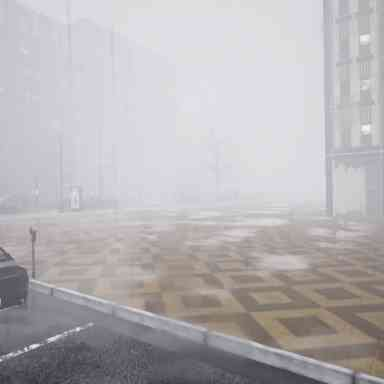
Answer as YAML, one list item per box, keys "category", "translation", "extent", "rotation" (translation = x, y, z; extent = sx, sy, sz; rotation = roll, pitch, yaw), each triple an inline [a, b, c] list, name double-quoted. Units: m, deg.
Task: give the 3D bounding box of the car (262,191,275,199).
- category: "car"
  translation: [15.685, 0.740, 73.091]
  extent: [2.192, 1.841, 5.009]
  rotation: [-1, 0, 36]

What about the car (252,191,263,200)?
- category: "car"
  translation: [12.447, 1.046, 68.613]
  extent: [1.802, 1.307, 4.206]
  rotation: [-1, 0, 36]

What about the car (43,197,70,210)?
- category: "car"
  translation: [-15.112, 1.360, 40.406]
  extent: [1.812, 1.442, 4.674]
  rotation: [-1, 0, 36]

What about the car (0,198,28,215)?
- category: "car"
  translation: [-16.714, 1.413, 28.309]
  extent: [1.802, 1.307, 4.206]
  rotation: [-1, 0, 36]

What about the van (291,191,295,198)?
- category: "van"
  translation: [25.406, 0.654, 86.526]
  extent: [1.690, 1.788, 3.998]
  rotation: [-1, 0, 36]

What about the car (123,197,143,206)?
- category: "car"
  translation: [-9.405, 1.361, 48.290]
  extent: [1.895, 1.301, 4.718]
  rotation: [-1, 0, 36]

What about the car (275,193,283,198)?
- category: "car"
  translation: [18.927, 0.938, 77.569]
  extent: [2.008, 1.369, 4.403]
  rotation: [-1, 0, 36]

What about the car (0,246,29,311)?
- category: "car"
  translation: [-4.945, 1.553, 6.570]
  extent: [4.403, 1.369, 2.008]
  rotation: [0, -1, 35]

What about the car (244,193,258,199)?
- category: "car"
  translation: [15.380, 1.040, 86.961]
  extent: [1.947, 1.339, 4.313]
  rotation: [-1, 0, 36]

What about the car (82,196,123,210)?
- category: "car"
  translation: [-10.235, 1.186, 37.266]
  extent: [1.967, 1.590, 4.097]
  rotation: [-1, 0, 36]

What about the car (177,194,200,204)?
- category: "car"
  translation: [-0.515, 1.062, 50.700]
  extent: [1.967, 1.590, 4.097]
  rotation: [-1, 0, 36]

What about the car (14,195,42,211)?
- category: "car"
  translation: [-20.265, 1.228, 37.701]
  extent: [2.192, 1.841, 5.009]
  rotation: [-1, 0, 36]

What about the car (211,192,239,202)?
- category: "car"
  translation: [5.967, 1.093, 59.657]
  extent: [2.008, 1.369, 4.403]
  rotation: [-1, 0, 36]

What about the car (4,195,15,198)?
- category: "car"
  translation: [-20.675, 1.385, 32.710]
  extent: [1.882, 1.535, 5.008]
  rotation: [-1, 0, 37]

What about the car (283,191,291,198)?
- category: "car"
  translation: [22.168, 0.932, 82.048]
  extent: [1.802, 1.307, 4.206]
  rotation: [-1, 0, 36]

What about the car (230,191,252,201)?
- category: "car"
  translation: [9.207, 1.048, 64.135]
  extent: [1.887, 1.381, 4.507]
  rotation: [-1, 0, 36]
